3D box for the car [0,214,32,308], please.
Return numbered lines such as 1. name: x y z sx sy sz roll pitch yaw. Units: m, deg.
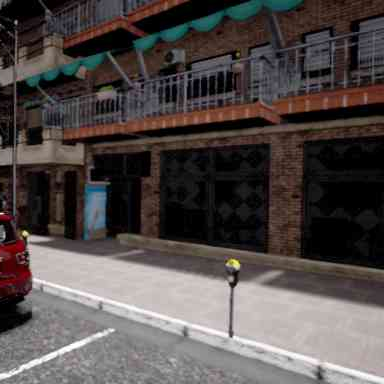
1. car: -5.139 1.281 6.482 5.009 1.841 2.192 0 1 36
